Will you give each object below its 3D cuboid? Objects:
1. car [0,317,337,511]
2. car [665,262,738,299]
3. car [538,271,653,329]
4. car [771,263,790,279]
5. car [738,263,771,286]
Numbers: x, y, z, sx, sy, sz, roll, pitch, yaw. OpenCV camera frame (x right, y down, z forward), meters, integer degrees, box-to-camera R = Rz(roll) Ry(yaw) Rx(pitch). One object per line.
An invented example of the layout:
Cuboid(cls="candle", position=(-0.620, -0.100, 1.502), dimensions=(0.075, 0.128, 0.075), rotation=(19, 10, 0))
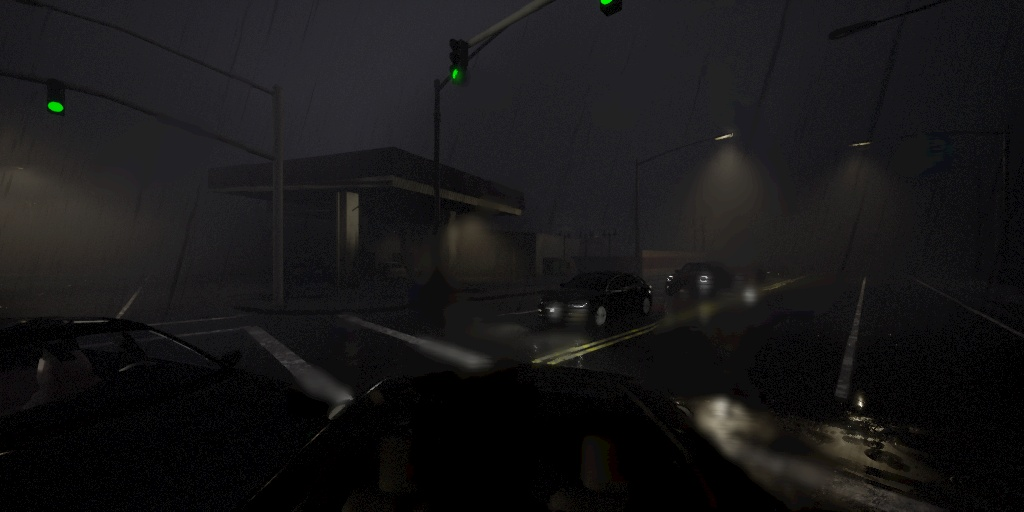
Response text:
Cuboid(cls="car", position=(-3.430, 1.242, 2.480), dimensions=(4.902, 1.511, 2.128), rotation=(0, 0, 15))
Cuboid(cls="car", position=(9.656, 1.102, 18.390), dimensions=(2.097, 1.767, 4.553), rotation=(0, 0, 45))
Cuboid(cls="car", position=(2.841, 1.255, 11.520), dimensions=(1.837, 1.490, 4.892), rotation=(0, 0, 44))
Cuboid(cls="car", position=(23.667, 1.314, 32.403), dimensions=(4.181, 1.385, 1.994), rotation=(0, 0, -45))
Cuboid(cls="car", position=(16.559, 1.314, 25.324), dimensions=(1.994, 1.385, 4.181), rotation=(0, 0, 44))
